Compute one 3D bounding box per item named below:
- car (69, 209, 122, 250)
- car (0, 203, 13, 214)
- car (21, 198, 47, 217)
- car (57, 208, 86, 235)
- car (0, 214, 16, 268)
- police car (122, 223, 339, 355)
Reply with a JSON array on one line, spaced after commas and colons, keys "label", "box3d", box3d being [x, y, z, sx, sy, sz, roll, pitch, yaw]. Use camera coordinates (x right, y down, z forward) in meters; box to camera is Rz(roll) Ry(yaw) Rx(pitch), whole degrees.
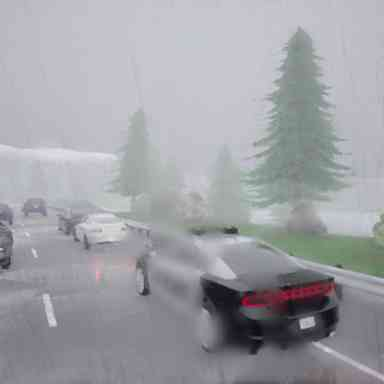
[{"label": "car", "box3d": [-4.299, 1.716, 15.473, 1.812, 1.442, 4.674, 0, -1, -28]}, {"label": "car", "box3d": [-16.109, 1.710, 27.684, 2.097, 1.767, 4.553, 0, -1, -29]}, {"label": "car", "box3d": [-17.987, 1.706, 38.076, 2.150, 2.045, 5.566, 0, -1, -28]}, {"label": "car", "box3d": [-7.184, 1.764, 20.819, 1.837, 1.490, 4.892, 0, -1, -29]}, {"label": "car", "box3d": [-7.143, 1.696, 11.287, 2.033, 1.411, 5.357, 0, -1, -28]}, {"label": "police car", "box3d": [0.315, 1.503, 6.585, 1.930, 1.638, 5.238, 0, -1, -27]}]
